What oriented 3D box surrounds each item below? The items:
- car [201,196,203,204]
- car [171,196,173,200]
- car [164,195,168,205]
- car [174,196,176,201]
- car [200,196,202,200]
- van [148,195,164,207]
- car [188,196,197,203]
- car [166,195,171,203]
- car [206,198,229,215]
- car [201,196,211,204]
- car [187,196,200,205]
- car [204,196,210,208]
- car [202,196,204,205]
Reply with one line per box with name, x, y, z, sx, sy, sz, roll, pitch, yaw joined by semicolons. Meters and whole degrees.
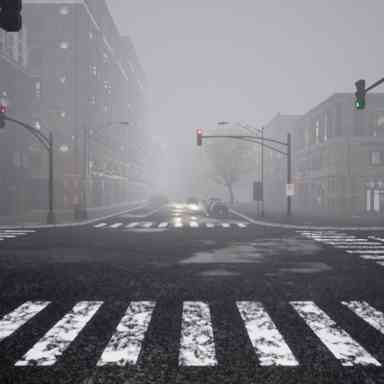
car;2.759;1.640;50.686;1.802;1.307;4.206;0;0;0
car;-5.598;1.662;67.789;1.947;1.339;4.313;0;0;0
car;-5.614;1.651;56.395;1.802;1.307;4.206;0;0;0
car;-5.568;1.687;90.406;1.752;1.417;4.829;0;0;0
car;2.775;1.633;62.079;2.008;1.369;4.403;0;0;0
van;-5.622;1.399;50.698;1.690;1.788;3.998;0;0;0
car;0.098;1.540;70.788;1.812;1.442;4.674;0;0;0
car;-5.607;1.397;62.092;2.192;1.841;5.009;0;0;0
car;2.736;1.580;33.595;2.008;1.369;4.403;0;0;0
car;2.782;1.537;67.776;1.967;1.590;4.097;0;0;0
car;0.084;1.556;60.371;1.882;1.535;5.008;0;0;0
car;2.744;1.479;39.292;1.967;1.590;4.097;0;0;0
car;2.751;1.488;44.988;1.967;1.590;4.097;0;0;0
